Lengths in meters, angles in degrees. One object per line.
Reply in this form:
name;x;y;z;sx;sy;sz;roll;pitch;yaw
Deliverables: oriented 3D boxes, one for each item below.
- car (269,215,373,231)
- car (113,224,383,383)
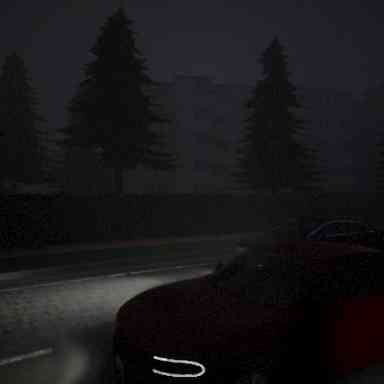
car;3.470;1.444;9.432;4.902;1.511;2.128;0;0;-24
car;1.472;1.453;4.531;5.008;1.535;1.882;0;0;-28
